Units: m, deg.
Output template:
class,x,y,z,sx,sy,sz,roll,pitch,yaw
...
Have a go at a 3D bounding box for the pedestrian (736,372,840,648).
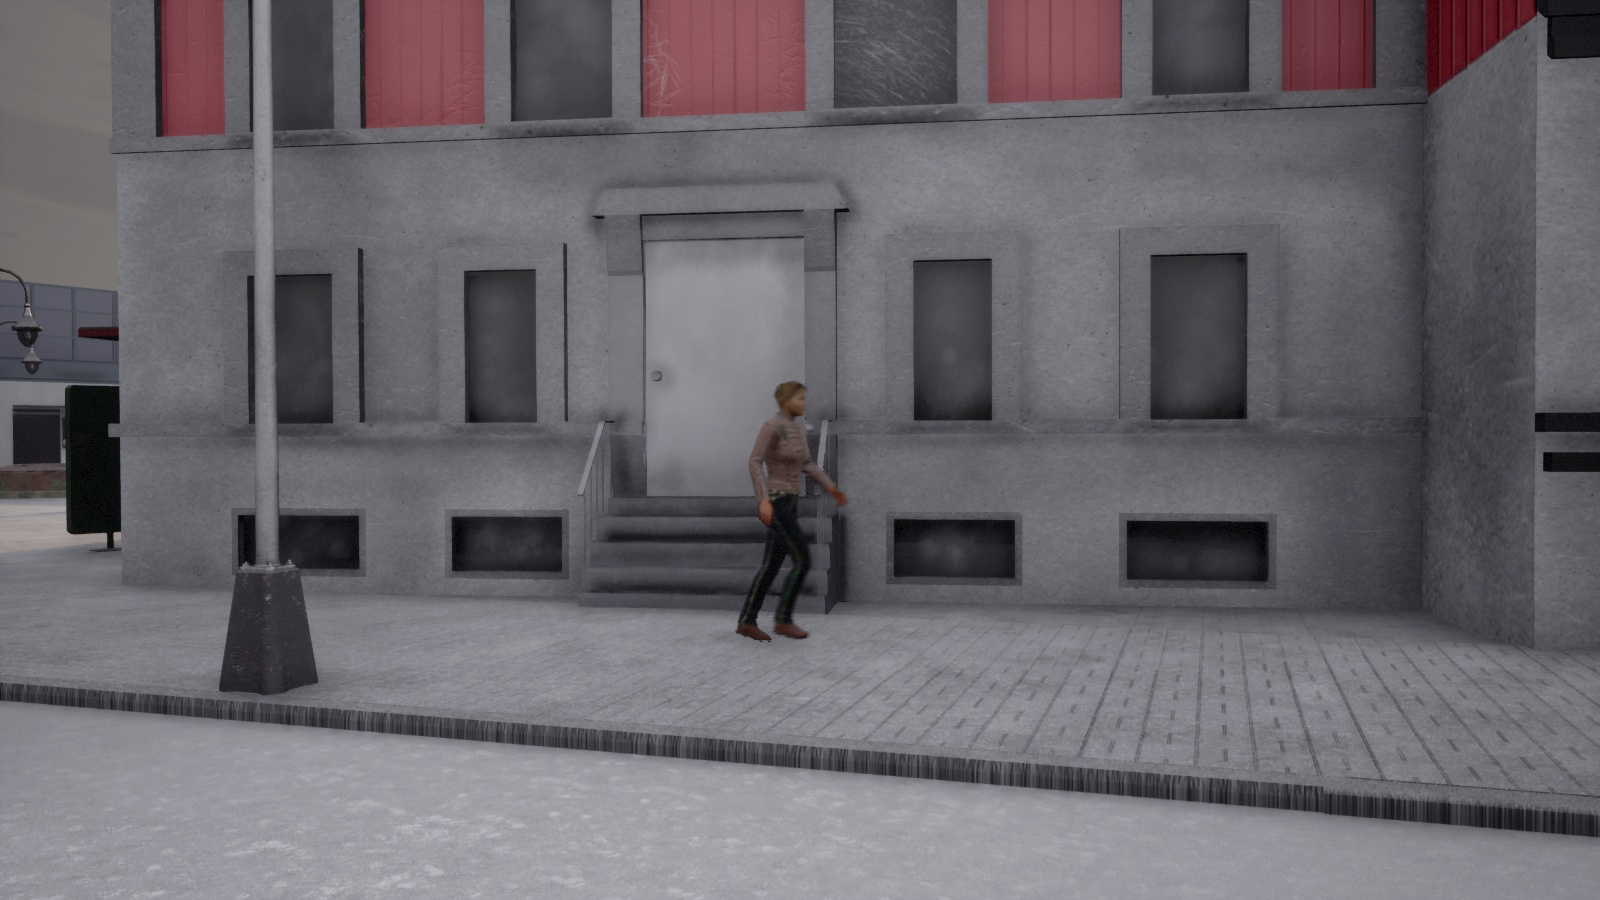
class,x,y,z,sx,sy,sz,roll,pitch,yaw
pedestrian,-0.081,0.397,8.664,0.634,1.846,0.331,1,1,24
